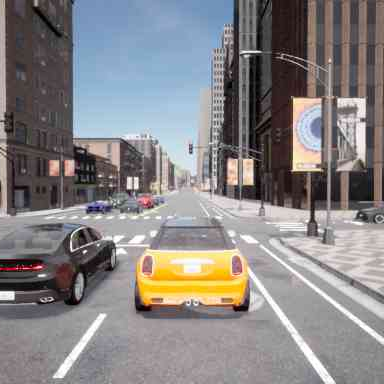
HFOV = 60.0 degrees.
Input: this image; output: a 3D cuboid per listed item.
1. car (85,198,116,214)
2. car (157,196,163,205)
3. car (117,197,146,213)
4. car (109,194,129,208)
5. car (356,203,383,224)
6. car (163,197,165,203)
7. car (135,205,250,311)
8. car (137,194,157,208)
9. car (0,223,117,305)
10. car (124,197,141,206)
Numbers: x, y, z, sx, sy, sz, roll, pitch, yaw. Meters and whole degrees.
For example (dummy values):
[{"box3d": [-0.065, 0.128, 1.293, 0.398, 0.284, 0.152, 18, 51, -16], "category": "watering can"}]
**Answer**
[{"box3d": [-9.849, 1.617, 35.571, 1.895, 1.301, 4.718, 0, 0, 0], "category": "car"}, {"box3d": [-6.583, 1.592, 55.980, 1.994, 1.385, 4.181, 0, 0, 0], "category": "car"}, {"box3d": [-6.600, 1.581, 36.730, 1.994, 1.385, 4.181, 0, 0, 0], "category": "car"}, {"box3d": [-9.842, 1.244, 45.330, 2.150, 2.045, 5.566, 0, 0, 1], "category": "car"}, {"box3d": [13.987, 1.471, 23.566, 4.181, 1.385, 1.994, 0, 1, 0], "category": "car"}, {"box3d": [-6.530, 1.509, 66.054, 1.882, 1.535, 5.008, 0, 0, 1], "category": "car"}, {"box3d": [0.011, 1.351, 7.897, 2.097, 1.767, 4.553, 0, 0, 0], "category": "car"}, {"box3d": [-6.598, 1.245, 46.007, 2.150, 2.045, 5.566, 0, 0, 1], "category": "car"}, {"box3d": [-3.153, 1.504, 8.042, 1.837, 1.490, 4.892, 0, 0, 0], "category": "car"}, {"box3d": [-9.817, 1.592, 55.288, 1.994, 1.385, 4.181, 0, 0, 2], "category": "car"}]
